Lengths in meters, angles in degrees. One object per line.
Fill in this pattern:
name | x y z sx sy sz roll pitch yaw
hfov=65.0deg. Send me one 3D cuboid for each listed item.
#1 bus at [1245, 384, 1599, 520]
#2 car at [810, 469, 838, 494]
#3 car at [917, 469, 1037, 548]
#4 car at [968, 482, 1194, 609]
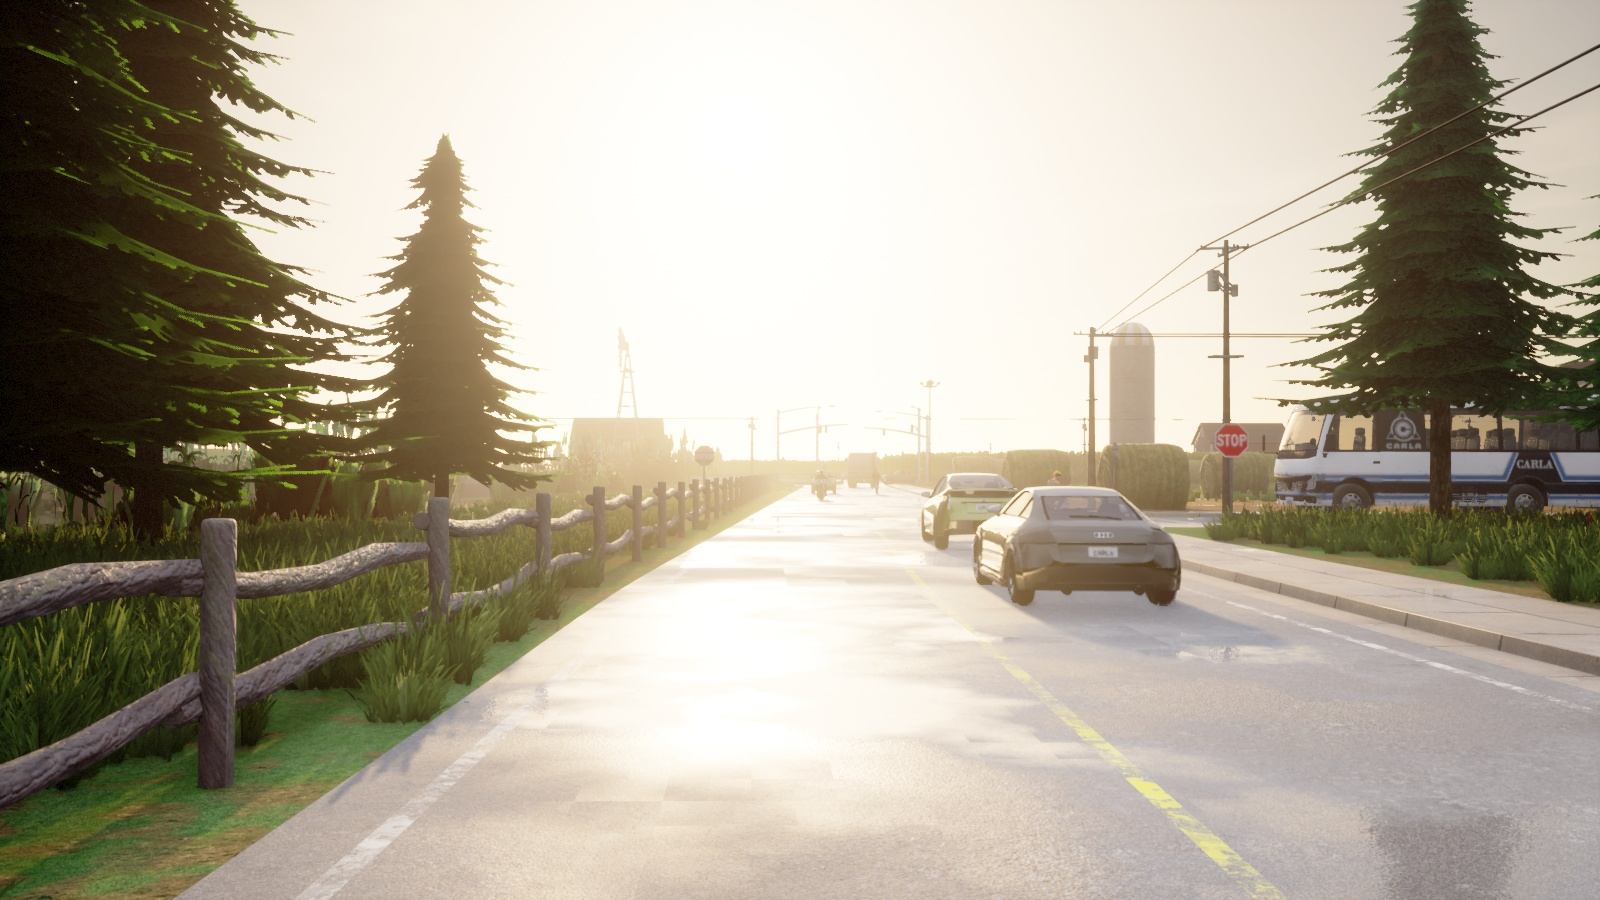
bus | 20.602 0.080 41.647 10.273 4.253 3.944 0 -1 -1
car | 1.645 2.137 85.923 1.851 1.617 3.988 0 -1 1
car | 3.652 1.184 26.665 2.007 1.525 4.514 0 -1 1
car | 3.442 1.129 16.239 1.994 1.385 4.181 0 -1 0
